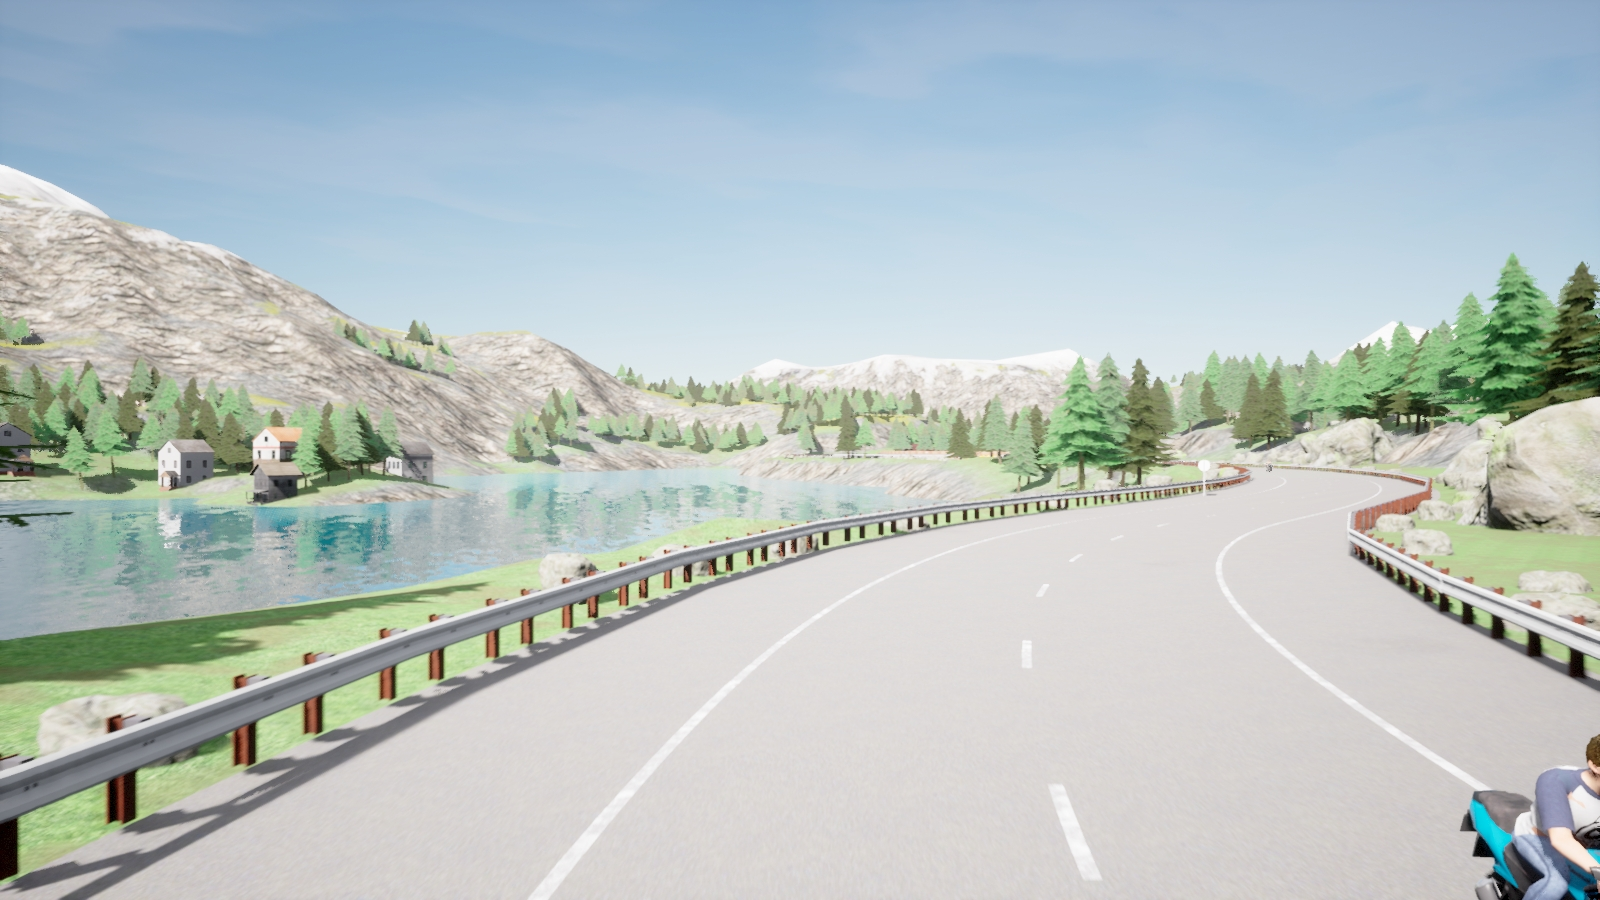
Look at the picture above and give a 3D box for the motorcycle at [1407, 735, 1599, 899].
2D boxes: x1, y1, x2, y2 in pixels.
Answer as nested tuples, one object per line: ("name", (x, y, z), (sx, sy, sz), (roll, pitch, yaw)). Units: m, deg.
("motorcycle", (3.656, 2.177, 5.226), (0.803, 1.217, 2.033), (0, 0, 4))
